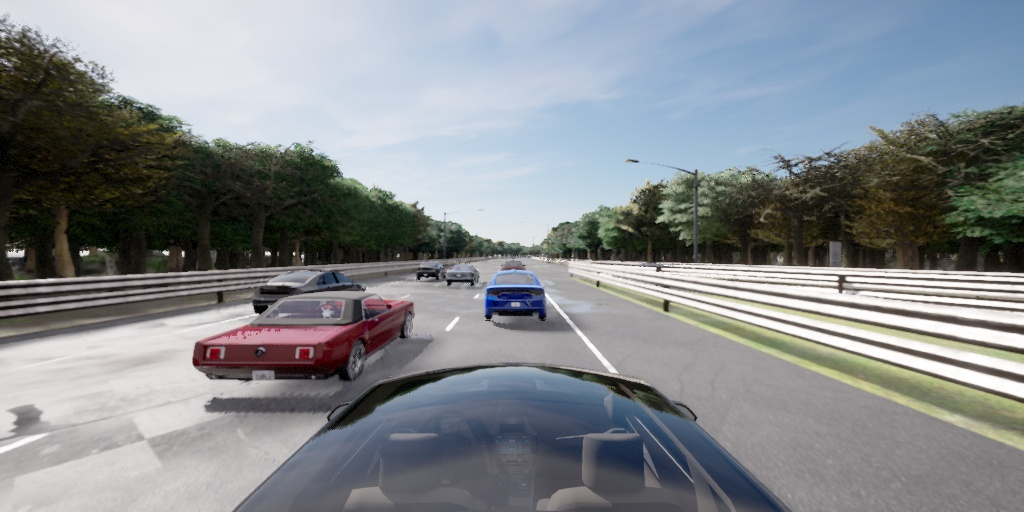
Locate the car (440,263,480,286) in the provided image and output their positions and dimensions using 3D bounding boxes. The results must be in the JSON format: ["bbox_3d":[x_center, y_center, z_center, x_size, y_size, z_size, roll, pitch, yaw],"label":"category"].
[{"bbox_3d":[-3.390,1.302,25.369,2.033,1.411,5.357,0,0,0],"label":"car"}]

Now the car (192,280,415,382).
[{"bbox_3d":[-3.391,1.352,7.124,1.895,1.301,4.718,0,0,0],"label":"car"}]

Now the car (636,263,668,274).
[{"bbox_3d":[12.252,1.360,32.654,1.837,1.490,4.892,0,0,-14],"label":"car"}]

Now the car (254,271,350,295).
[{"bbox_3d":[-6.899,1.259,12.811,1.837,1.490,4.892,0,0,0],"label":"car"}]

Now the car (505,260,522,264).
[{"bbox_3d":[0.110,1.108,30.696,2.097,1.767,4.553,0,0,0],"label":"car"}]

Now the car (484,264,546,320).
[{"bbox_3d":[0.104,1.229,12.676,1.882,1.535,5.008,0,0,0],"label":"car"}]

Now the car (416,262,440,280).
[{"bbox_3d":[-6.890,1.261,30.977,1.837,1.490,4.892,0,0,0],"label":"car"}]
